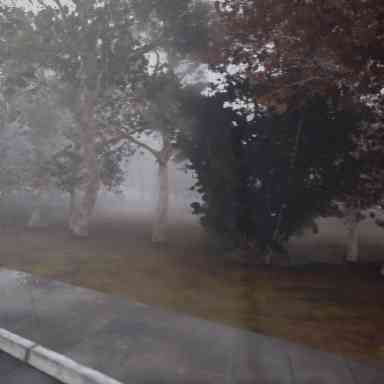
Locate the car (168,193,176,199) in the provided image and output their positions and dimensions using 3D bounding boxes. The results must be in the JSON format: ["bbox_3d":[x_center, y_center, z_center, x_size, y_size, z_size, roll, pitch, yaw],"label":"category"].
[{"bbox_3d":[-7.011,0.817,95.395,2.435,2.045,5.566,6,2,40],"label":"car"}]
